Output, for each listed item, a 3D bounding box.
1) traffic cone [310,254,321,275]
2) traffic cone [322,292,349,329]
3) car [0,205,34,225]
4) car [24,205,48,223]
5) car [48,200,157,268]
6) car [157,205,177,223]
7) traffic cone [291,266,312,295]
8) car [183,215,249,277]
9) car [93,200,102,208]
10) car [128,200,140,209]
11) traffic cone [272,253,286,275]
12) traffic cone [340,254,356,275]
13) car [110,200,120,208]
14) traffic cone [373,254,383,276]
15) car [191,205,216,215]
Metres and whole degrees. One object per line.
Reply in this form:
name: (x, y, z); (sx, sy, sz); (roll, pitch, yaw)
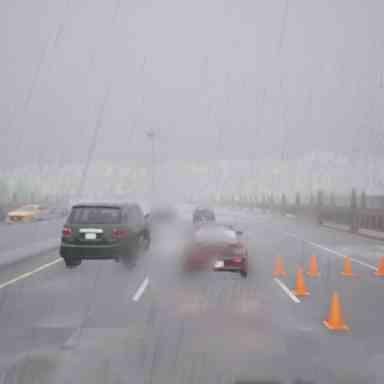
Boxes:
traffic cone: (3.581, 2.114, 9.806); (0.340, 0.580, 0.340); (0, -1, 1)
traffic cone: (2.511, 2.045, 5.824); (0.340, 0.580, 0.340); (0, -1, 1)
car: (-13.223, 1.804, 27.477); (1.882, 1.535, 5.008); (0, -1, 1)
car: (-9.787, 1.854, 23.782); (1.994, 1.385, 4.181); (0, -1, 1)
car: (-2.790, 1.373, 11.995); (2.150, 2.045, 5.566); (0, -1, 1)
car: (-2.465, 1.922, 30.597); (1.882, 1.535, 5.008); (0, -1, 1)
traffic cone: (2.546, 2.076, 7.824); (0.340, 0.580, 0.340); (0, -1, 1)
car: (0.687, 1.679, 10.677); (1.812, 1.442, 4.674); (0, -1, 1)
car: (-19.349, 2.407, 68.251); (1.837, 1.490, 4.892); (1, -1, -15)
car: (-11.264, 2.416, 64.292); (2.128, 1.511, 4.902); (1, -1, -10)
traffic cone: (2.581, 2.108, 9.823); (0.340, 0.580, 0.340); (0, -1, 1)
traffic cone: (4.581, 2.120, 9.788); (0.340, 0.580, 0.340); (0, -1, 1)
car: (-16.009, 2.413, 69.296); (1.882, 1.535, 5.008); (1, -1, -15)
traffic cone: (5.581, 2.126, 9.771); (0.340, 0.580, 0.340); (0, -1, 1)
car: (1.009, 1.950, 29.238); (1.837, 1.490, 4.892); (0, -1, 1)
